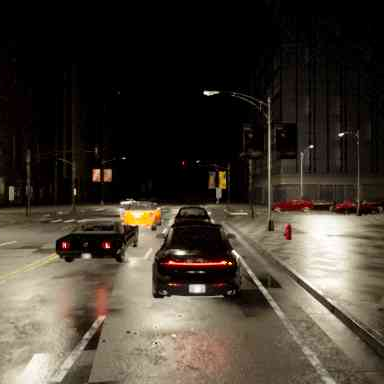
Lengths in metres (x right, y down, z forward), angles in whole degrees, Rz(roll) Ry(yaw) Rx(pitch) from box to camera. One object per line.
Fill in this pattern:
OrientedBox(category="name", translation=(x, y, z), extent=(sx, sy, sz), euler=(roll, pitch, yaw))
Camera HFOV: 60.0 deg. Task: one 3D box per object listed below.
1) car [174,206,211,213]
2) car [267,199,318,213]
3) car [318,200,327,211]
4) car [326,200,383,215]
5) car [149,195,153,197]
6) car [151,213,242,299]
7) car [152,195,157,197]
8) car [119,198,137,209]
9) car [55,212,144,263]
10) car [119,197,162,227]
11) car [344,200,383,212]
OrientedBox(category="car", translation=(0.026, 1.509, 17.954), extent=(1.882, 1.535, 5.008), euler=(0, 0, 0))
OrientedBox(category="car", translation=(10.933, 1.555, 37.046), extent=(5.008, 1.535, 1.882), euler=(0, -1, -1))
OrientedBox(category="car", translation=(15.244, 1.661, 39.860), extent=(4.313, 1.339, 1.947), euler=(0, 0, -1))
OrientedBox(category="car", translation=(15.361, 1.576, 31.336), extent=(4.206, 1.307, 1.802), euler=(0, 0, -1))
OrientedBox(category="car", translation=(-9.668, 1.881, 66.617), extent=(2.033, 1.411, 5.357), euler=(0, 0, 1))
OrientedBox(category="car", translation=(0.110, 1.511, 8.463), extent=(1.837, 1.490, 4.892), euler=(0, 0, 0))
OrientedBox(category="car", translation=(-9.629, 1.679, 81.759), extent=(2.150, 2.045, 5.566), euler=(0, 0, 0))
OrientedBox(category="car", translation=(-9.768, 1.747, 50.908), extent=(1.812, 1.442, 4.674), euler=(0, 0, 0))
OrientedBox(category="car", translation=(-3.131, 1.615, 12.071), extent=(1.895, 1.301, 4.718), euler=(0, 0, 0))
OrientedBox(category="car", translation=(-3.118, 1.396, 21.065), extent=(2.097, 1.767, 4.553), euler=(0, 0, 0))
OrientedBox(category="car", translation=(20.884, 1.642, 39.939), extent=(4.313, 1.339, 1.947), euler=(0, 0, -1))
